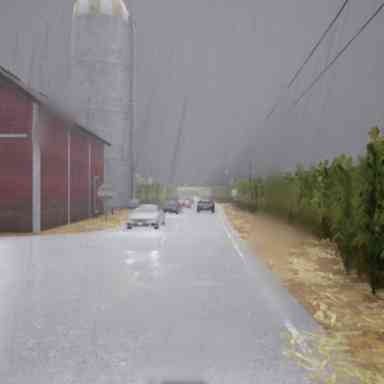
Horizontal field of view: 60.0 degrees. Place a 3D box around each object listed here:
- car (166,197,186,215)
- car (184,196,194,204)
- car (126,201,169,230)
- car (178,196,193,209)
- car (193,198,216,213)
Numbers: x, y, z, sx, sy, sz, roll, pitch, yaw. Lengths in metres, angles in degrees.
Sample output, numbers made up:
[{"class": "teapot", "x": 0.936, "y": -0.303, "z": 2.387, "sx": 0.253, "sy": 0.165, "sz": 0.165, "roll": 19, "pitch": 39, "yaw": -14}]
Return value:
[{"class": "car", "x": -2.086, "y": 1.527, "z": 33.515, "sx": 2.033, "sy": 1.411, "sz": 5.357, "roll": 0, "pitch": 0, "yaw": 4}, {"class": "car", "x": -0.547, "y": 1.470, "z": 61.287, "sx": 1.837, "sy": 1.490, "sz": 4.892, "roll": 0, "pitch": 0, "yaw": 0}, {"class": "car", "x": -2.794, "y": 1.512, "z": 20.941, "sx": 1.812, "sy": 1.442, "sz": 4.674, "roll": 0, "pitch": 0, "yaw": 3}, {"class": "car", "x": -1.272, "y": 1.324, "z": 44.940, "sx": 2.097, "sy": 1.767, "sz": 4.553, "roll": 0, "pitch": 0, "yaw": 4}, {"class": "car", "x": 1.602, "y": 1.468, "z": 37.214, "sx": 2.128, "sy": 1.511, "sz": 4.902, "roll": 0, "pitch": 0, "yaw": 4}]
